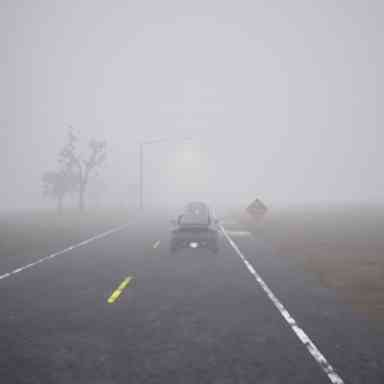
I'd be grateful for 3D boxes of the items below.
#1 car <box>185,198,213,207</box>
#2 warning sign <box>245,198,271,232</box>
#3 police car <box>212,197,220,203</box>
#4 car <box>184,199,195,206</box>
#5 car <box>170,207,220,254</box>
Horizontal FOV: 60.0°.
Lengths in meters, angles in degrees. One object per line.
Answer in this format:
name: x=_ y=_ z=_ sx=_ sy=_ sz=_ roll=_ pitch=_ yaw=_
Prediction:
car: x=0.487 y=1.618 z=28.996 sx=2.097 sy=1.767 sz=4.553 roll=0 pitch=-1 yaw=2
warning sign: x=3.753 y=1.294 z=19.132 sx=1.300 sy=1.860 sz=1.060 roll=0 pitch=-1 yaw=1
police car: x=6.290 y=2.260 z=93.844 sx=1.930 sy=1.638 sz=5.238 roll=0 pitch=0 yaw=6
car: x=-0.440 y=2.204 z=72.032 sx=1.994 sy=1.385 sz=4.181 roll=0 pitch=-1 yaw=5
car: x=0.115 y=1.641 z=14.256 sx=1.837 sy=1.490 sz=4.892 roll=0 pitch=0 yaw=1
